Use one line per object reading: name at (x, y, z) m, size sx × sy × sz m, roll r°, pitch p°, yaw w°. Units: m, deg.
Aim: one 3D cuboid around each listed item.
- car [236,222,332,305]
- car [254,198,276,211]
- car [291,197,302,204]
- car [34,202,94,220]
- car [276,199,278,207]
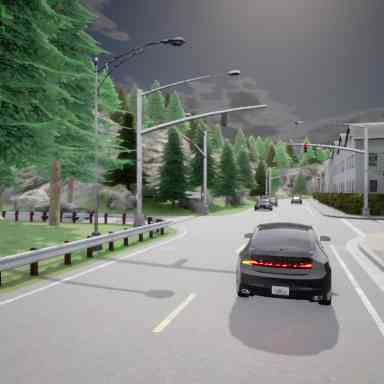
car at (2.299, 1.505, 8.222) m, size 1.837 × 1.490 × 4.892 m, roll 0°, pitch 0°, yaw 18°
car at (8.915, 1.564, 41.089) m, size 1.994 × 1.385 × 4.181 m, roll 0°, pitch 0°, yaw 18°
car at (19.598, 1.564, 62.351) m, size 1.994 × 1.385 × 4.181 m, roll 0°, pitch 0°, yaw 18°
car at (-10.619, 1.563, 27.707) m, size 5.357 × 1.411 × 2.033 m, roll 0°, pitch 0°, yaw 19°
car at (12.162, 1.564, 51.201) m, size 1.994 × 1.385 × 4.181 m, roll 0°, pitch 0°, yaw 18°
